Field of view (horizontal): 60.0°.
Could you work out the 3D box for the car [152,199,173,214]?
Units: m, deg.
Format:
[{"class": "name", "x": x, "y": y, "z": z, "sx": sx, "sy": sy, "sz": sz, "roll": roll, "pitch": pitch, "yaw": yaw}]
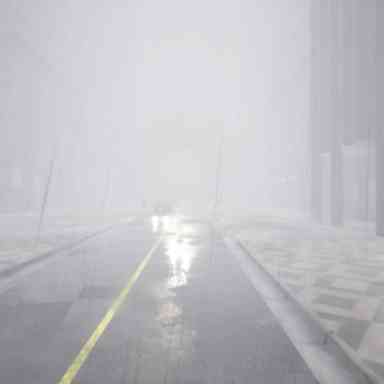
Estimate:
[{"class": "car", "x": -3.028, "y": 1.517, "z": 35.055, "sx": 2.128, "sy": 1.511, "sz": 4.902, "roll": 0, "pitch": 0, "yaw": 0}]
